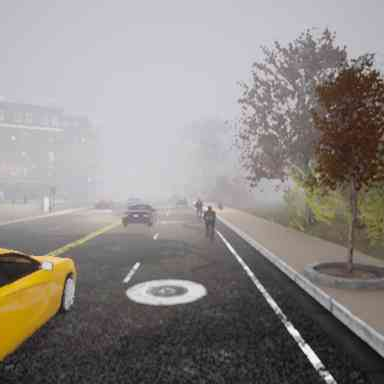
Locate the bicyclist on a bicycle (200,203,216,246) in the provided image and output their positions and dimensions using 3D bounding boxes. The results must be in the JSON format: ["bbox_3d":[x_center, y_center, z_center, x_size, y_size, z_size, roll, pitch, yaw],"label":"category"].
[{"bbox_3d":[0.763,1.417,14.105,0.582,1.620,1.656,0,0,-1],"label":"bicyclist on a bicycle"}]

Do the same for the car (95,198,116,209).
[{"bbox_3d":[-11.054,1.495,42.730,1.895,1.301,4.718,0,0,-3],"label":"car"}]

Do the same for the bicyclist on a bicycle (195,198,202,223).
[{"bbox_3d":[0.505,1.310,24.035,0.659,1.776,1.843,0,0,-2],"label":"bicyclist on a bicycle"}]

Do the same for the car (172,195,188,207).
[{"bbox_3d":[-1.627,1.415,49.709,2.033,1.411,5.357,0,0,-4],"label":"car"}]

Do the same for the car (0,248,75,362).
[{"bbox_3d":[-3.170,1.467,4.478,1.882,1.535,5.008,0,0,0],"label":"car"}]

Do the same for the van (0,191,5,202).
[{"bbox_3d":[-33.122,0.765,55.011,3.998,1.788,1.690,1,-1,-33],"label":"van"}]

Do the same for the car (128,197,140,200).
[{"bbox_3d":[-7.974,1.431,45.729,2.033,1.411,5.357,0,0,-3],"label":"car"}]

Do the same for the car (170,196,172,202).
[{"bbox_3d":[-3.649,1.276,72.285,1.882,1.535,5.008,0,0,-6],"label":"car"}]

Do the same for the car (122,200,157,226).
[{"bbox_3d":[-3.489,1.492,22.599,2.033,1.411,5.357,0,0,-2],"label":"car"}]
